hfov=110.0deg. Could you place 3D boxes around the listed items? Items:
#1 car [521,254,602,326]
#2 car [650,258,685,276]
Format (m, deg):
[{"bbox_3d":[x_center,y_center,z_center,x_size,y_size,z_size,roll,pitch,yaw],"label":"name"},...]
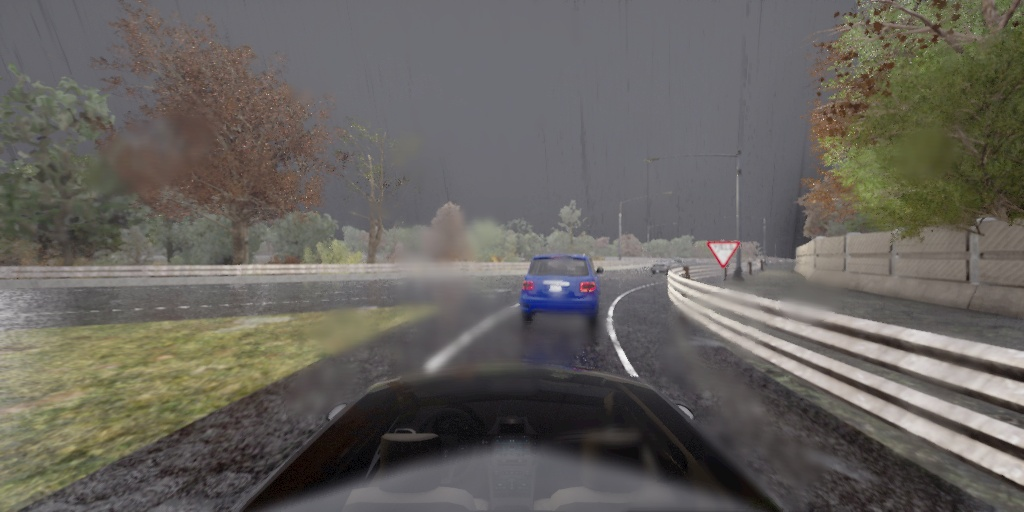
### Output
[{"bbox_3d":[1.794,0.954,11.906,2.150,2.045,5.566,0,0,14],"label":"car"},{"bbox_3d":[15.306,1.205,34.977,4.902,1.511,2.128,0,0,-43],"label":"car"}]
